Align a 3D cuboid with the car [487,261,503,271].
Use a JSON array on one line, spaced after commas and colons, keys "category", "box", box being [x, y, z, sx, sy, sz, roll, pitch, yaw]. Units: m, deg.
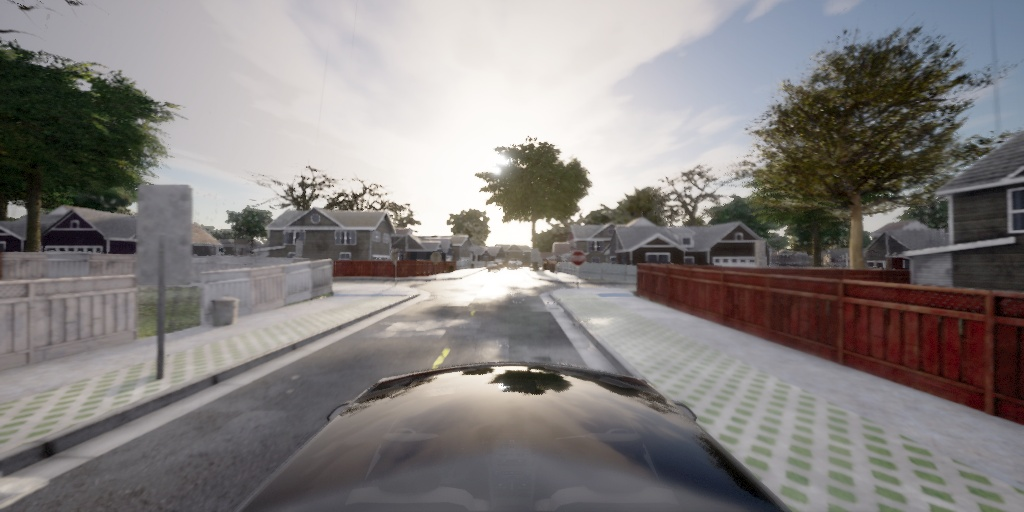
[{"category": "car", "box": [-2.802, 1.602, 55.816, 1.837, 1.490, 4.892, 0, 0, 0]}]
